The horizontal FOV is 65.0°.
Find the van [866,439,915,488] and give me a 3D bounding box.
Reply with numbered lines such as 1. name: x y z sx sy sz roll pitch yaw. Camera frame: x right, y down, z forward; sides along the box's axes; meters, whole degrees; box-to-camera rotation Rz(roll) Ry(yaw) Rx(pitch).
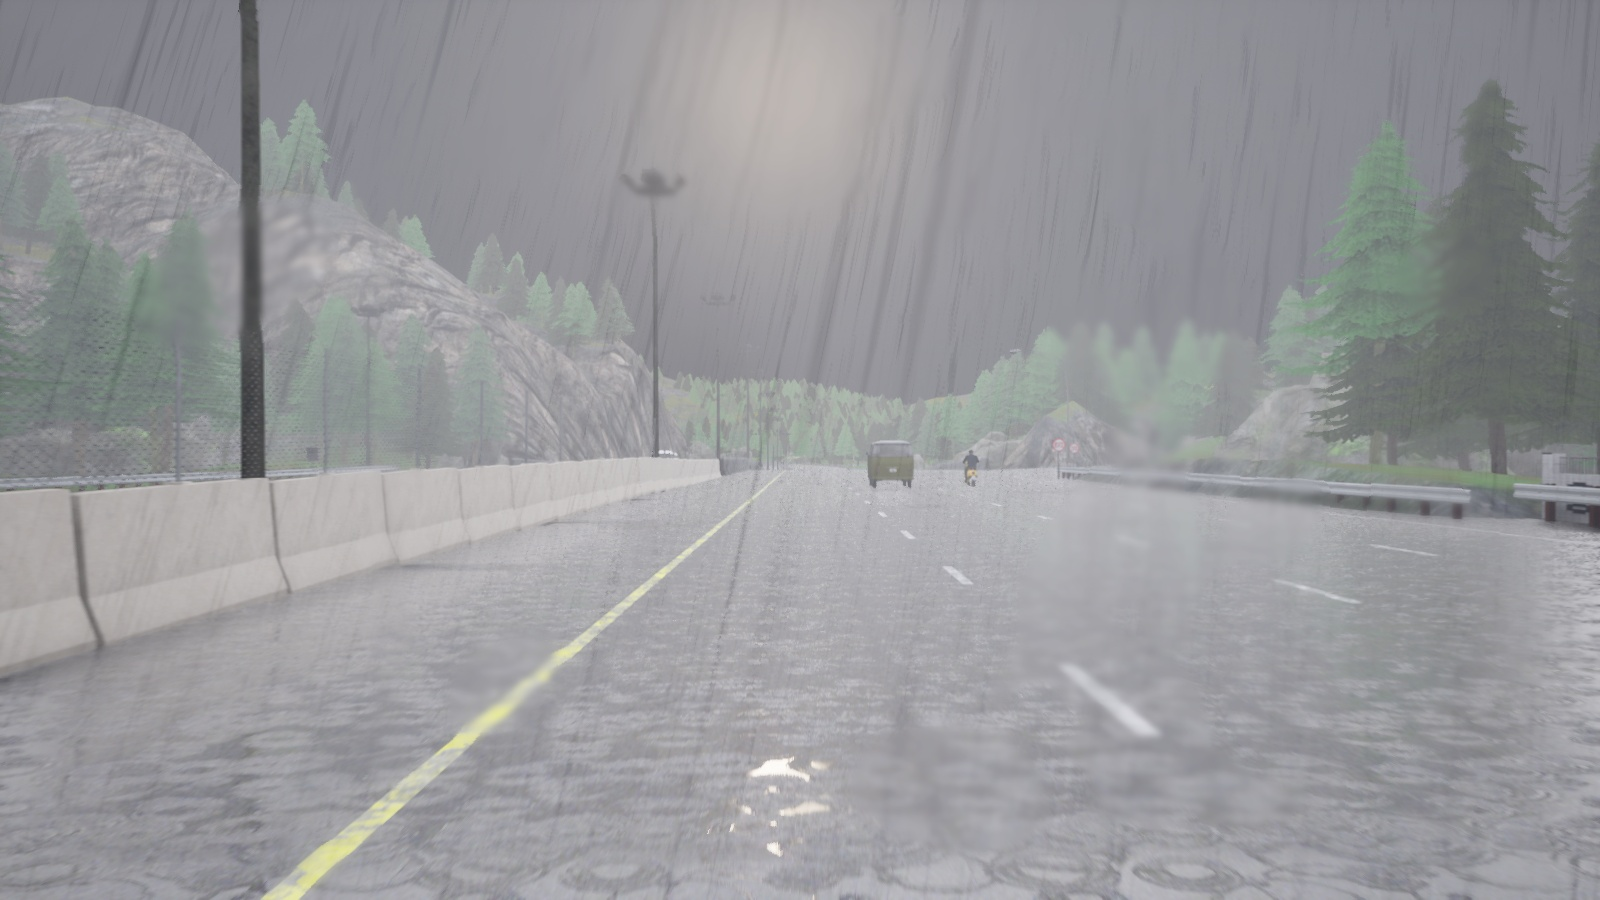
1. van: 3.807 0.570 53.528 1.775 1.987 4.442 0 0 0

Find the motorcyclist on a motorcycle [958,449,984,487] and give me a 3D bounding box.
1. motorcyclist on a motorcycle: 7.307 0.775 53.746 0.866 1.590 1.817 0 0 0
